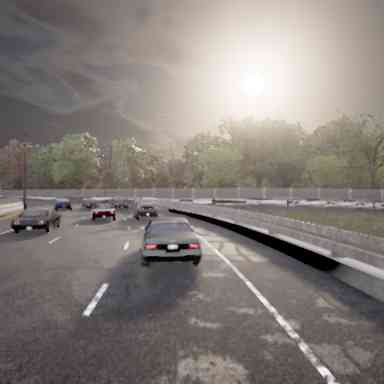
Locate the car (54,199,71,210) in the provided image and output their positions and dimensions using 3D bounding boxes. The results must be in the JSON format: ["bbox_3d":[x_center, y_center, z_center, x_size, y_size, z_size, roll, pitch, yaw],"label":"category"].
[{"bbox_3d":[-17.537,1.630,45.073,1.882,1.535,5.008,0,0,-25],"label":"car"}]

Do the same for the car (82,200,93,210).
[{"bbox_3d":[-14.071,1.742,46.004,1.895,1.301,4.718,0,0,-25],"label":"car"}]

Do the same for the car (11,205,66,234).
[{"bbox_3d":[-9.169,1.674,20.060,1.895,1.301,4.718,0,0,-11],"label":"car"}]

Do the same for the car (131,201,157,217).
[{"bbox_3d":[-4.231,1.578,29.471,1.837,1.490,4.892,0,0,-15],"label":"car"}]

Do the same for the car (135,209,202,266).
[{"bbox_3d":[-0.818,1.574,11.719,2.033,1.411,5.357,0,0,-6],"label":"car"}]

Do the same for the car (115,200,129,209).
[{"bbox_3d":[-10.272,1.728,46.170,1.895,1.301,4.718,0,0,-25],"label":"car"}]

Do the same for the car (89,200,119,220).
[{"bbox_3d":[-7.685,1.686,28.971,1.895,1.301,4.718,0,0,-15],"label":"car"}]
